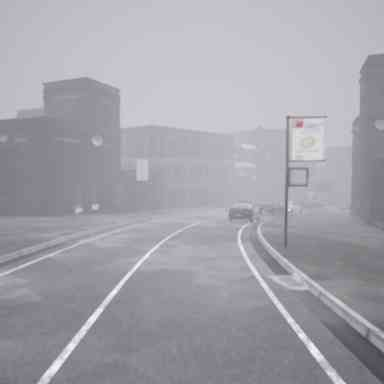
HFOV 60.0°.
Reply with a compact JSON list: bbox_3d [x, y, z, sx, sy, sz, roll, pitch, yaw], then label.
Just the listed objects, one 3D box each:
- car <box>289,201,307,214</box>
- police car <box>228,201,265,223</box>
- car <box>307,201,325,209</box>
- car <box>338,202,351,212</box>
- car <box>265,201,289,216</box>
[{"bbox_3d":[11.929,1.876,40.637,1.812,1.442,4.674,3,1,39],"label":"car"},{"bbox_3d":[4.442,1.559,27.649,1.930,1.638,5.238,1,0,21],"label":"police car"},{"bbox_3d":[19.178,2.050,53.480,4.718,1.301,1.895,2,2,-35],"label":"car"},{"bbox_3d":[25.674,2.338,53.489,4.902,1.511,2.128,3,3,-29],"label":"car"},{"bbox_3d":[8.626,1.754,36.011,1.837,1.490,4.892,3,0,32],"label":"car"}]
